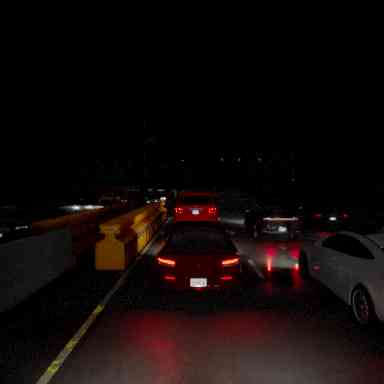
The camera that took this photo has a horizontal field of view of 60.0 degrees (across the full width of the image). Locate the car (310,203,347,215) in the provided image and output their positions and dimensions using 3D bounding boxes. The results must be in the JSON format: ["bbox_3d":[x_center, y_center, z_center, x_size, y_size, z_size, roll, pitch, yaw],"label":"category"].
[{"bbox_3d":[7.208,1.306,18.990,1.994,1.385,4.181,0,1,0],"label":"car"}]

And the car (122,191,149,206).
[{"bbox_3d":[-6.826,0.924,40.422,1.837,1.490,4.892,0,1,0],"label":"car"}]

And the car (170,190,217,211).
[{"bbox_3d":[0.194,0.981,17.887,2.150,2.045,5.566,0,1,0],"label":"car"}]

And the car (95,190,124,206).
[{"bbox_3d":[-10.313,0.873,42.013,1.882,1.535,5.008,0,1,0],"label":"car"}]

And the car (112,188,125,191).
[{"bbox_3d":[-13.623,0.335,60.609,2.150,2.045,5.566,0,1,2],"label":"car"}]

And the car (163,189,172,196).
[{"bbox_3d":[-6.356,0.060,87.654,2.097,1.767,4.553,0,1,0],"label":"car"}]

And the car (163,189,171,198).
[{"bbox_3d":[-6.472,0.454,72.914,2.128,1.511,4.902,0,1,0],"label":"car"}]

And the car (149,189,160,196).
[{"bbox_3d":[-9.856,0.059,87.721,2.097,1.767,4.553,0,1,0],"label":"car"}]

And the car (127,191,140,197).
[{"bbox_3d":[-13.444,0.415,76.468,2.033,1.411,5.357,0,1,0],"label":"car"}]

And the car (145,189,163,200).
[{"bbox_3d":[-6.664,0.682,57.787,1.812,1.442,4.674,0,1,1],"label":"car"}]

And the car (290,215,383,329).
[{"bbox_3d":[3.625,1.455,6.656,1.812,1.442,4.674,0,1,0],"label":"car"}]

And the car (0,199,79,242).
[{"bbox_3d":[-7.027,1.301,14.646,2.128,1.511,4.902,0,1,0],"label":"car"}]

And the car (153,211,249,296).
[{"bbox_3d":[0.136,1.430,8.290,1.812,1.442,4.674,0,1,0],"label":"car"}]

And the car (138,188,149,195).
[{"bbox_3d":[-13.325,-0.144,91.691,2.150,2.045,5.566,0,1,0],"label":"car"}]

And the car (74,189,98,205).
[{"bbox_3d":[-13.796,0.586,44.172,2.150,2.045,5.566,0,1,0],"label":"car"}]

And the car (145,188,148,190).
[{"bbox_3d":[-9.972,0.481,72.945,1.994,1.385,4.181,0,1,0],"label":"car"}]

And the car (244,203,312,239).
[{"bbox_3d":[3.685,1.281,15.904,2.128,1.511,4.902,0,1,0],"label":"car"}]
